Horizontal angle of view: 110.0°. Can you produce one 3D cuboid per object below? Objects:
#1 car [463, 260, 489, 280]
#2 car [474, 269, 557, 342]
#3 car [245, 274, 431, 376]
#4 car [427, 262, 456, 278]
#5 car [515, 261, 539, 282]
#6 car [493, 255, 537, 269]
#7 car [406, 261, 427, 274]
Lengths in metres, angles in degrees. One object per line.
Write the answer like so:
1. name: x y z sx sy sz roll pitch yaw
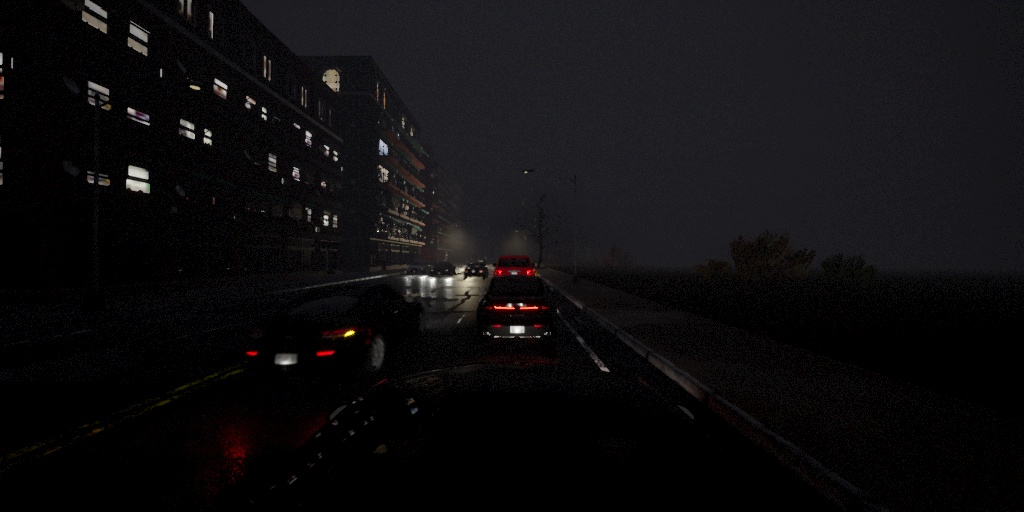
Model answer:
1. car: -3.120 1.301 31.696 2.033 1.411 5.357 0 0 0
2. car: 0.109 1.256 9.748 1.837 1.490 4.892 0 0 0
3. car: -3.146 1.277 7.298 1.812 1.442 4.674 0 0 0
4. car: -6.572 1.279 34.688 1.812 1.442 4.674 0 0 0
5. car: 1.164 1.209 30.503 1.801 1.575 5.366 0 0 0
6. car: 0.116 0.974 20.095 2.150 2.045 5.566 0 0 0
7. car: -9.818 1.279 38.313 1.812 1.442 4.674 0 0 0
